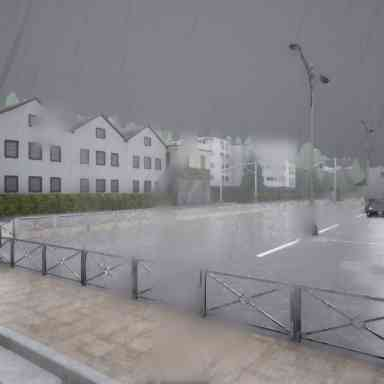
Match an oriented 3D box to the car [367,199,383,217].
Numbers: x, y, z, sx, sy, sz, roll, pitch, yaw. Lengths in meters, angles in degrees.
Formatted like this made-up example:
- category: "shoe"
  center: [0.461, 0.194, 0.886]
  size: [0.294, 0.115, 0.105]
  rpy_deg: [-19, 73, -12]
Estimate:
- category: "car"
  center: [15.412, 1.298, 26.820]
  size: [2.007, 1.523, 4.514]
  rpy_deg: [0, 0, 35]
